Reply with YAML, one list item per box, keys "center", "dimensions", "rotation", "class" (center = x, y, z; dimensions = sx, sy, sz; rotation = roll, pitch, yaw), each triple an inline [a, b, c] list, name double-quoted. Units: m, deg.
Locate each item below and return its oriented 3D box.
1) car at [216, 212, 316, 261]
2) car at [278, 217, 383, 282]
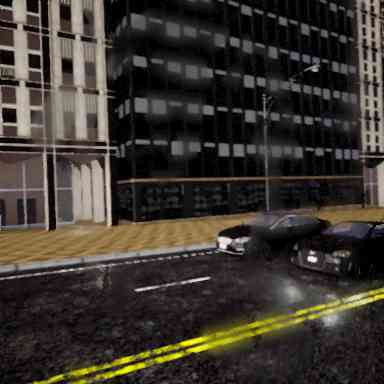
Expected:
- center: [3.179, 1.518, 12.435]
  dimensions: [4.902, 1.511, 2.128]
  rotation: [-1, 0, -29]
  class: "car"
- center: [4.871, 1.532, 9.657]
  dimensions: [4.181, 1.385, 1.994]
  rotation: [-1, 0, -29]
  class: "car"
